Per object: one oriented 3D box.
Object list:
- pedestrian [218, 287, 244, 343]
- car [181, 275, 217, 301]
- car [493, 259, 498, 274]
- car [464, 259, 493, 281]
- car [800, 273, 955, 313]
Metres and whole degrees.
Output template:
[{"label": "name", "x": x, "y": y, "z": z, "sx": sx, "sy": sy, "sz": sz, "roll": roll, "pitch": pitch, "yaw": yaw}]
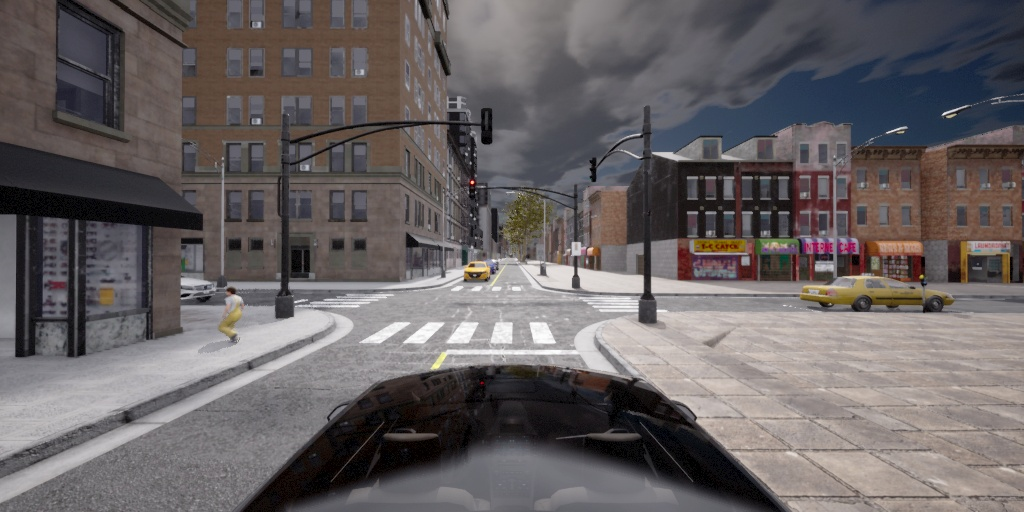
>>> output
[{"label": "pedestrian", "x": -5.864, "y": 1.174, "z": 7.567, "sx": 0.375, "sy": 1.300, "sz": 0.375, "roll": 0, "pitch": 0, "yaw": 0}, {"label": "car", "x": -14.807, "y": 1.193, "z": 14.580, "sx": 4.674, "sy": 1.442, "sz": 1.812, "roll": 0, "pitch": 0, "yaw": -1}, {"label": "car", "x": -2.849, "y": 1.208, "z": 40.269, "sx": 1.882, "sy": 1.535, "sz": 5.008, "roll": 0, "pitch": 0, "yaw": 0}, {"label": "car", "x": -2.841, "y": 1.214, "z": 29.829, "sx": 1.882, "sy": 1.535, "sz": 5.008, "roll": 0, "pitch": 0, "yaw": 0}, {"label": "car", "x": 13.884, "y": 1.346, "z": 13.735, "sx": 4.829, "sy": 1.417, "sz": 1.751, "roll": 0, "pitch": 0, "yaw": 0}]
